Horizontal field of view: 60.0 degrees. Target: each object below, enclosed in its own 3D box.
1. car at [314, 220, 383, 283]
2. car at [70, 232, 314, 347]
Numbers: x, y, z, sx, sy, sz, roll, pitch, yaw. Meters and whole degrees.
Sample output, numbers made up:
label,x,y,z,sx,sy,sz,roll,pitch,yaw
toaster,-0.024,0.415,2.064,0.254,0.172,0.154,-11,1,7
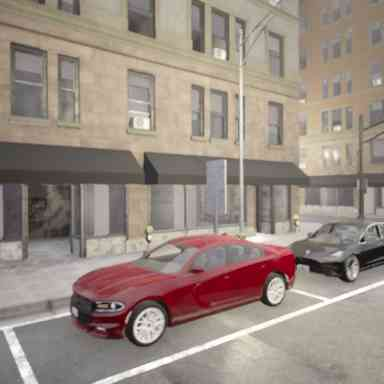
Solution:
label,x,y,z,sx,sy,sz,roll,pitch,yaw
car,4.522,1.501,9.532,4.313,1.339,1.947,-1,0,-36
car,0.075,1.520,6.277,4.507,1.381,1.887,-1,0,-36
